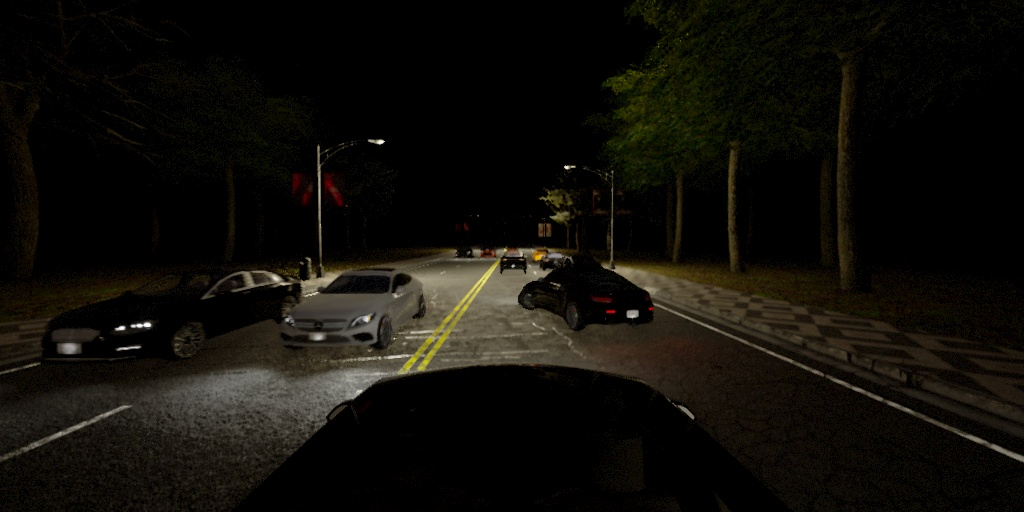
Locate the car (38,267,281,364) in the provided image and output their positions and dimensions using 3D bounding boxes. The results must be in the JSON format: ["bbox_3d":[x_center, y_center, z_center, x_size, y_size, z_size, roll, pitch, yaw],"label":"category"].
[{"bbox_3d":[-6.599,1.034,7.788,2.128,1.511,4.902,0,2,0],"label":"car"}]

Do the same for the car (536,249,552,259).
[{"bbox_3d":[3.251,0.383,28.547,1.994,1.385,4.181,0,2,0],"label":"car"}]

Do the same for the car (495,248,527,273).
[{"bbox_3d":[0.096,0.385,26.445,2.128,1.511,4.902,0,2,0],"label":"car"}]

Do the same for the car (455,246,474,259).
[{"bbox_3d":[-6.577,-0.583,49.848,2.097,1.767,4.553,0,2,0],"label":"car"}]

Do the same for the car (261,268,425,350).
[{"bbox_3d":[-3.350,1.044,8.502,1.812,1.442,4.674,0,2,0],"label":"car"}]

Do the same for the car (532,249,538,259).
[{"bbox_3d":[3.252,-0.088,39.537,1.882,1.535,5.008,0,2,0],"label":"car"}]

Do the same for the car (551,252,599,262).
[{"bbox_3d":[3.251,0.708,17.552,1.837,1.490,4.892,0,2,0],"label":"car"}]

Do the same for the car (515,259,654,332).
[{"bbox_3d":[1.820,0.998,9.845,1.812,1.442,4.674,-1,2,-20],"label":"car"}]

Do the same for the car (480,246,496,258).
[{"bbox_3d":[-3.325,-0.604,50.409,2.097,1.767,4.553,0,2,0],"label":"car"}]
